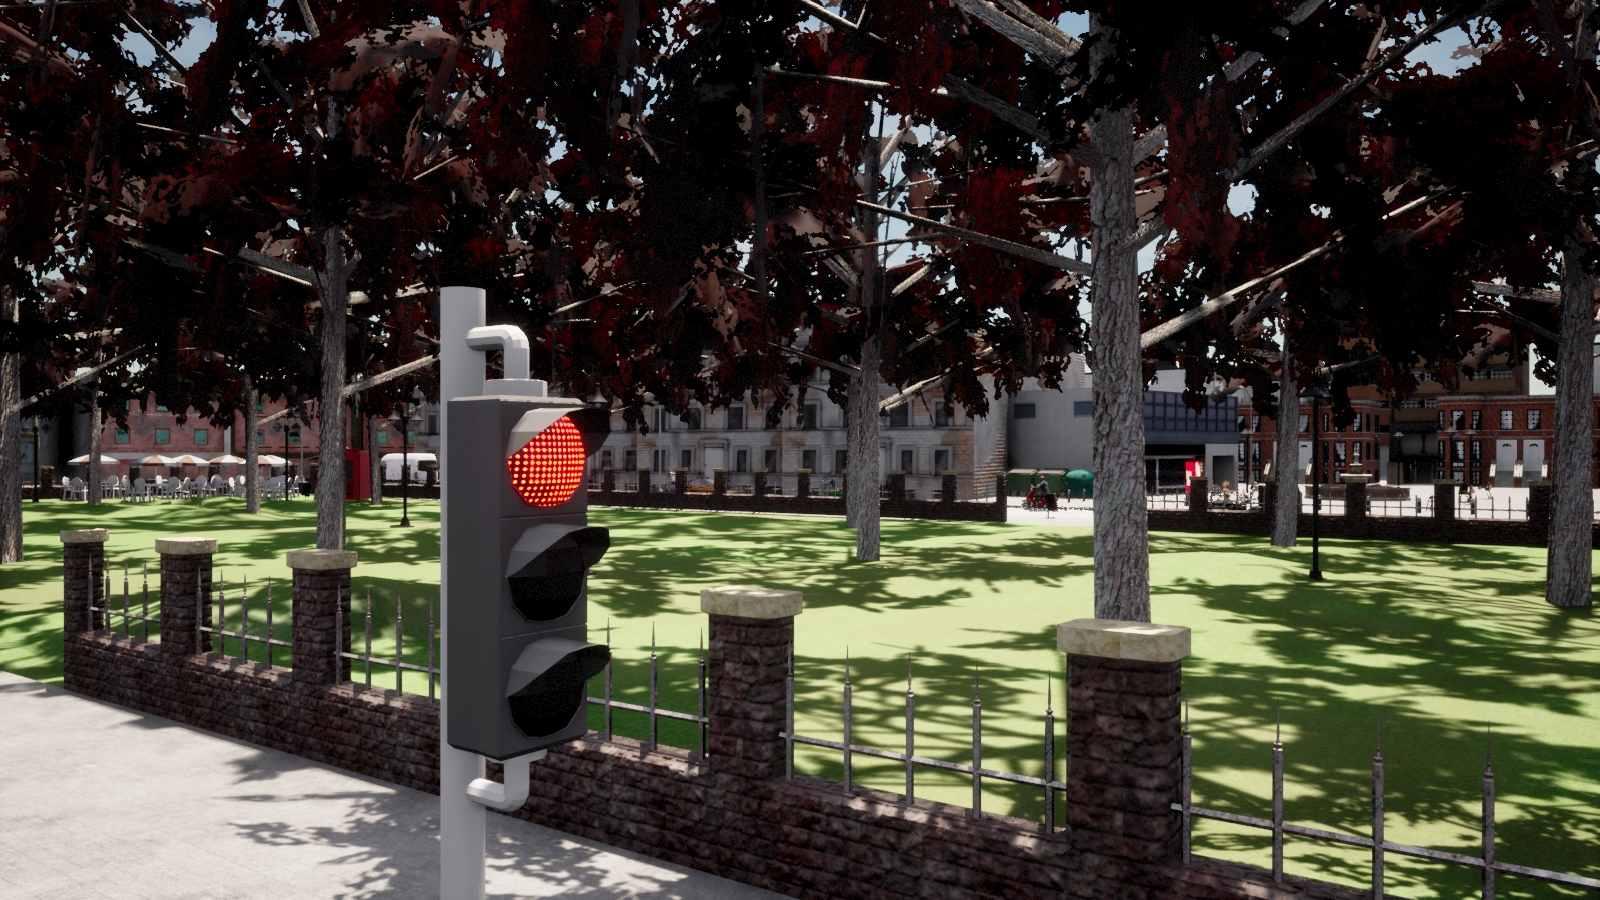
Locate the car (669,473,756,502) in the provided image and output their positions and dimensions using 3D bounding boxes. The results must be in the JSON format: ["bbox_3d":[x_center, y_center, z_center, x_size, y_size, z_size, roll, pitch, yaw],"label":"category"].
[{"bbox_3d":[-4.520,1.898,58.713,4.181,1.385,1.994,0,0,36],"label":"car"}]

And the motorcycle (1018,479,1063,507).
[{"bbox_3d":[11.015,1.962,52.335,1.805,1.236,0.856,0,0,36],"label":"motorcycle"}]

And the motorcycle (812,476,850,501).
[{"bbox_3d":[1.612,1.962,59.173,1.805,1.236,0.856,0,0,36],"label":"motorcycle"}]

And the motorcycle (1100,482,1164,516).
[{"bbox_3d":[13.290,1.949,45.766,2.356,1.277,0.764,0,0,36],"label":"motorcycle"}]

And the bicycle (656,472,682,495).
[{"bbox_3d":[-7.541,1.935,65.847,1.643,1.296,0.373,0,0,36],"label":"bicycle"}]

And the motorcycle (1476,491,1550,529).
[{"bbox_3d":[23.785,1.993,38.128,2.033,1.145,0.803,0,0,36],"label":"motorcycle"}]
